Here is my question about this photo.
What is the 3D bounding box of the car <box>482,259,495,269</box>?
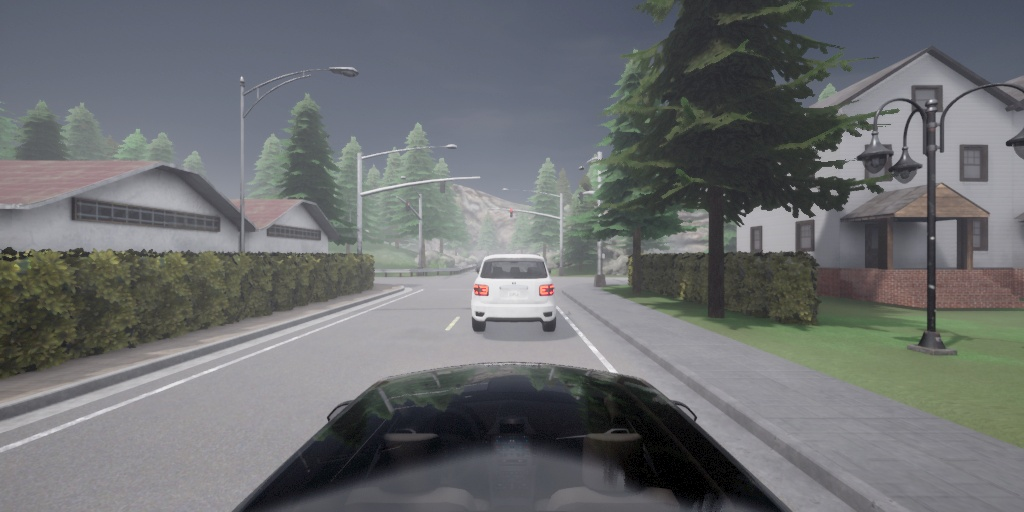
[{"bbox_3d":[-3.600,1.274,55.881,1.812,1.442,4.674,0,0,0],"label":"car"}]

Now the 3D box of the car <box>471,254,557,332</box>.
[{"bbox_3d":[0.064,0.971,11.003,2.150,2.045,5.566,0,0,0],"label":"car"}]

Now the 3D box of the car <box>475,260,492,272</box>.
[{"bbox_3d":[-3.601,1.253,46.078,1.837,1.490,4.892,0,0,0],"label":"car"}]
